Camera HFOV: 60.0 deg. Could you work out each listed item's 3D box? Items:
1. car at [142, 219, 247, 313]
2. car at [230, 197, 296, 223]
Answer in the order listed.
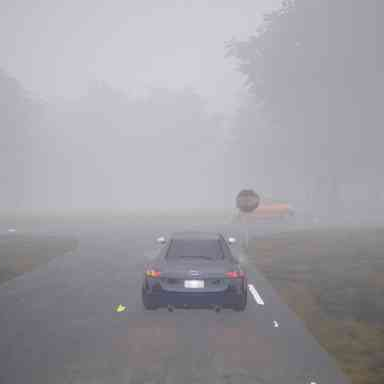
[{"bbox_3d":[0.097,1.563,7.764,1.994,1.385,4.181,0,0,2],"label":"car"},{"bbox_3d":[5.026,1.202,24.100,4.553,1.767,2.097,-1,1,0],"label":"car"}]
